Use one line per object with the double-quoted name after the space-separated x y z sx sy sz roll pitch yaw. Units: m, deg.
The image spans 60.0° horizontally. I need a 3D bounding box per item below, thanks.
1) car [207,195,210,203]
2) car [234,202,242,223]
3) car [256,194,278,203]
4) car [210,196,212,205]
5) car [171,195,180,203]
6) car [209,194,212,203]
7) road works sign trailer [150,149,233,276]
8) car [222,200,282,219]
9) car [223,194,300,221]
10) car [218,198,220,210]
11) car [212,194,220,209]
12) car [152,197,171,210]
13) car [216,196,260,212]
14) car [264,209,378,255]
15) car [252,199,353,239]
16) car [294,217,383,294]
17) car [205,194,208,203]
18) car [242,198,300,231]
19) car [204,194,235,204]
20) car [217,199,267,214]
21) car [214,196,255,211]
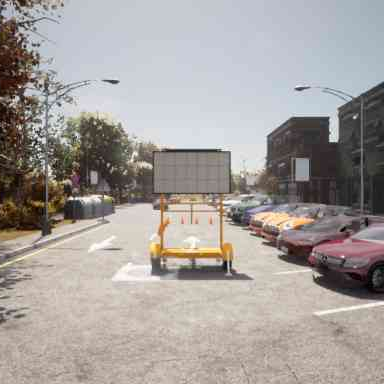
5.362 1.583 50.681 5.008 1.535 2.097 1 -1 -20 "car"
5.308 1.538 20.651 4.674 1.452 2.002 1 0 -20 "car"
18.333 1.462 81.718 2.435 2.045 5.566 0 0 -21 "car"
5.365 1.600 44.669 4.674 1.452 2.002 1 0 -20 "car"
-3.896 1.550 76.307 2.097 1.767 4.553 0 0 2 "car"
5.401 1.446 47.678 4.553 1.767 2.185 1 0 -20 "car"
-0.011 0.467 10.358 2.380 3.560 2.880 0 0 0 "road works sign trailer"
5.304 1.544 29.644 4.792 1.488 2.163 1 0 -20 "car"
5.308 1.251 23.629 5.566 2.045 2.435 1 0 -20 "car"
5.151 1.503 26.586 5.366 1.575 1.946 1 0 -20 "car"
5.317 1.270 32.646 5.566 2.045 2.435 1 0 -20 "car"
-4.125 1.598 44.119 1.812 1.442 4.674 0 0 0 "car"
5.322 1.413 38.660 4.553 1.767 2.185 1 0 -20 "car"
5.271 1.518 11.633 4.792 1.488 2.163 1 0 -20 "car"
5.334 1.366 14.653 4.553 1.767 2.185 1 0 -20 "car"
5.299 1.527 8.641 4.674 1.452 2.002 1 0 -20 "car"
5.190 1.612 59.625 5.366 1.575 1.946 1 0 -20 "car"
5.339 1.369 17.654 4.553 1.767 2.185 1 0 -20 "car"
5.375 1.391 65.719 5.566 2.045 2.435 1 0 -20 "car"
5.321 1.560 35.645 4.792 1.488 2.163 1 0 -20 "car"
5.328 1.423 41.661 4.553 1.767 2.185 1 0 -20 "car"
